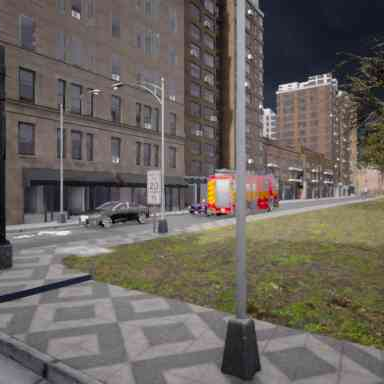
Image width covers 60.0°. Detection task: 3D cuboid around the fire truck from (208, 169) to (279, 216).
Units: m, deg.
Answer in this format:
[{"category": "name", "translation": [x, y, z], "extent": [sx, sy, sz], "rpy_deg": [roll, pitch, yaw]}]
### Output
[{"category": "fire truck", "translation": [4.790, 0.080, 29.499], "extent": [2.891, 3.827, 8.468], "rpy_deg": [0, 0, 36]}]

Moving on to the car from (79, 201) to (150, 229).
[{"category": "car", "translation": [-4.699, 1.329, 20.725], "extent": [2.128, 1.511, 4.902], "rpy_deg": [0, 0, 36]}]

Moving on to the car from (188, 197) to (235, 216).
[{"category": "car", "translation": [1.630, 1.356, 29.570], "extent": [1.895, 1.301, 4.718], "rpy_deg": [0, 0, 36]}]
